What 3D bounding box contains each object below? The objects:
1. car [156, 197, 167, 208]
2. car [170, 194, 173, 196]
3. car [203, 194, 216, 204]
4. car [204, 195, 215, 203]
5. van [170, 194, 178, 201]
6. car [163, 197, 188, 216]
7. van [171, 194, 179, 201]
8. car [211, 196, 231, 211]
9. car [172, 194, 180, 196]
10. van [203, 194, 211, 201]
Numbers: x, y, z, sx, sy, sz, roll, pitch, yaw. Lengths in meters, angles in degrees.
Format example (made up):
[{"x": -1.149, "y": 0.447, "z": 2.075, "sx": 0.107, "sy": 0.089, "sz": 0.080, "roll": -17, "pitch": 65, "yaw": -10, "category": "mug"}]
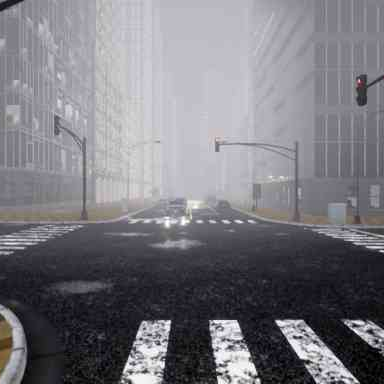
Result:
[{"x": -4.133, "y": 1.593, "z": 47.309, "sx": 1.802, "sy": 1.307, "sz": 4.206, "roll": 0, "pitch": 0, "yaw": 0, "category": "car"}, {"x": -4.241, "y": 1.564, "z": 63.891, "sx": 1.947, "sy": 1.339, "sz": 4.313, "roll": 0, "pitch": 0, "yaw": 0, "category": "car"}, {"x": 3.639, "y": 1.313, "z": 63.942, "sx": 2.192, "sy": 1.841, "sz": 5.009, "roll": 0, "pitch": 0, "yaw": 0, "category": "car"}, {"x": 3.603, "y": 1.432, "z": 69.470, "sx": 1.967, "sy": 1.590, "sz": 4.097, "roll": 0, "pitch": 0, "yaw": 0, "category": "car"}, {"x": -4.349, "y": 1.321, "z": 80.474, "sx": 1.690, "sy": 1.788, "sz": 3.998, "roll": 0, "pitch": 0, "yaw": 0, "category": "van"}, {"x": -1.571, "y": 1.543, "z": 33.059, "sx": 1.812, "sy": 1.442, "sz": 4.674, "roll": 0, "pitch": 0, "yaw": 0, "category": "car"}, {"x": -4.385, "y": 1.315, "z": 86.001, "sx": 1.690, "sy": 1.788, "sz": 3.998, "roll": 0, "pitch": 0, "yaw": 0, "category": "van"}, {"x": 3.832, "y": 1.579, "z": 41.834, "sx": 1.947, "sy": 1.339, "sz": 4.313, "roll": 0, "pitch": 0, "yaw": 0, "category": "car"}, {"x": -1.696, "y": 1.498, "z": 53.174, "sx": 2.128, "sy": 1.511, "sz": 4.902, "roll": 0, "pitch": 0, "yaw": 0, "category": "car"}, {"x": 3.531, "y": 1.321, "z": 80.525, "sx": 1.690, "sy": 1.788, "sz": 3.998, "roll": 0, "pitch": 0, "yaw": 0, "category": "van"}]
